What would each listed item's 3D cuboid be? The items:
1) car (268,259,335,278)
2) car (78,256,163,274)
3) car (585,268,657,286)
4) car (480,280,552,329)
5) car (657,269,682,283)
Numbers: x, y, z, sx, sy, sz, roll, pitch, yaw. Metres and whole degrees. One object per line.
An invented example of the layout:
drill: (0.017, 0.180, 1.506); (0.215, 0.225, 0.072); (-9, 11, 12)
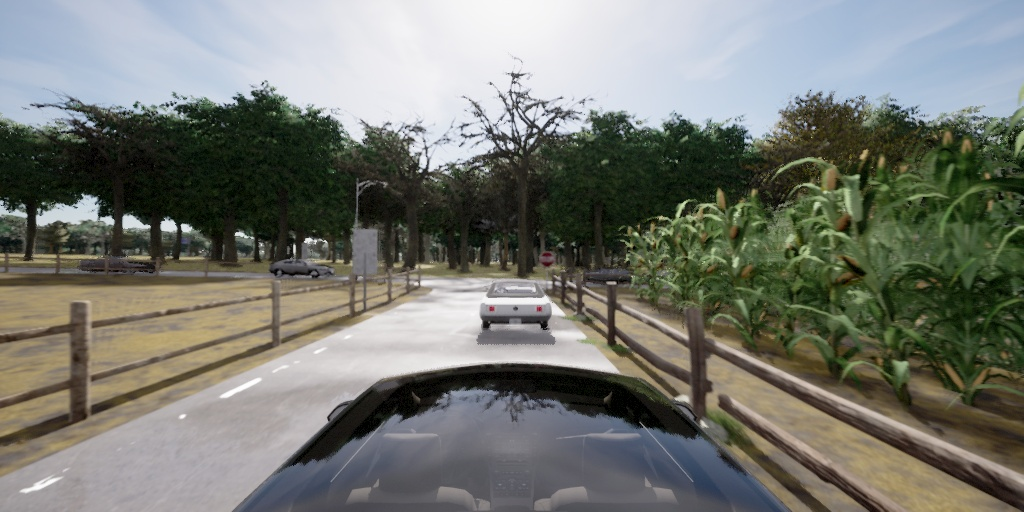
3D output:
car: (-17.029, 1.008, 29.180); (4.902, 1.511, 2.128); (1, 0, 0)
car: (-31.786, 0.715, 29.206); (5.357, 1.411, 2.033); (1, 0, 0)
car: (8.631, 1.674, 29.549); (5.357, 1.411, 2.033); (1, -1, -3)
car: (0.089, 1.401, 11.439); (1.895, 1.301, 4.718); (0, 0, 0)
car: (13.340, 1.819, 32.075); (4.181, 1.385, 1.994); (1, 0, 0)
